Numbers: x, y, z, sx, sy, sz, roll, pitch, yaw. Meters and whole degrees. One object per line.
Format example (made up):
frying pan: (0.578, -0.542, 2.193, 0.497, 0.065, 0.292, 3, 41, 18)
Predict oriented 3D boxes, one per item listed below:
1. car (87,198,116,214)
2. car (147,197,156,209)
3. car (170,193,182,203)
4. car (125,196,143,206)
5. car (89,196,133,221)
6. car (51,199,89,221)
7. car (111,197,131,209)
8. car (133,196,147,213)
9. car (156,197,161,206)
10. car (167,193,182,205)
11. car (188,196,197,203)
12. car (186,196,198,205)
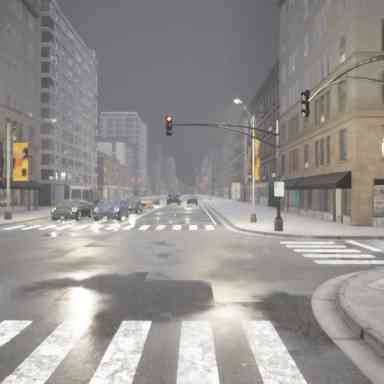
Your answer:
car: (-9.805, 1.504, 36.419, 1.837, 1.490, 4.892, 0, 0, 0)
car: (-6.540, 1.474, 45.796, 1.882, 1.535, 5.008, 0, 0, 0)
car: (-3.190, 1.208, 68.372, 2.150, 2.045, 5.566, 0, 0, 0)
car: (-9.760, 1.483, 56.663, 2.128, 1.511, 4.902, 0, 0, 1)
car: (-6.565, 1.352, 27.443, 2.097, 1.767, 4.553, 0, 0, 0)
car: (-9.815, 1.352, 27.447, 2.097, 1.767, 4.553, 0, 0, 0)
car: (-9.792, 1.521, 46.365, 1.812, 1.442, 4.674, 0, 0, 0)
car: (-6.551, 1.490, 36.282, 2.128, 1.511, 4.902, 0, 0, 0)
car: (-6.510, 1.517, 56.612, 1.812, 1.442, 4.674, 0, 0, 0)
car: (-3.199, 1.212, 57.953, 2.150, 2.045, 5.566, 0, 0, 0)
car: (0.060, 1.512, 68.339, 1.812, 1.442, 4.674, 0, 0, 0)
car: (0.051, 1.496, 57.920, 1.837, 1.490, 4.892, 0, 0, 0)
